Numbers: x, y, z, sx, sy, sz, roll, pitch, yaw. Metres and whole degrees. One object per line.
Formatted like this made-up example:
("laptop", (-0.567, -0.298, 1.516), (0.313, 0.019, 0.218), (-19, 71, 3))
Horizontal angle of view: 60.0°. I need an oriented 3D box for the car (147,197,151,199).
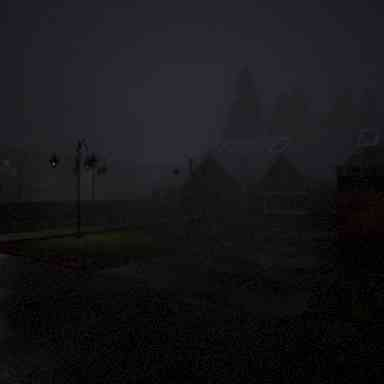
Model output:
("car", (-6.583, 1.362, 61.436), (2.097, 1.767, 4.553), (0, 0, 36))
